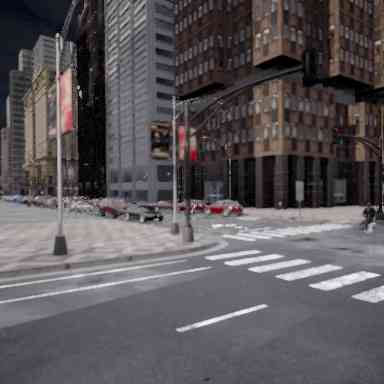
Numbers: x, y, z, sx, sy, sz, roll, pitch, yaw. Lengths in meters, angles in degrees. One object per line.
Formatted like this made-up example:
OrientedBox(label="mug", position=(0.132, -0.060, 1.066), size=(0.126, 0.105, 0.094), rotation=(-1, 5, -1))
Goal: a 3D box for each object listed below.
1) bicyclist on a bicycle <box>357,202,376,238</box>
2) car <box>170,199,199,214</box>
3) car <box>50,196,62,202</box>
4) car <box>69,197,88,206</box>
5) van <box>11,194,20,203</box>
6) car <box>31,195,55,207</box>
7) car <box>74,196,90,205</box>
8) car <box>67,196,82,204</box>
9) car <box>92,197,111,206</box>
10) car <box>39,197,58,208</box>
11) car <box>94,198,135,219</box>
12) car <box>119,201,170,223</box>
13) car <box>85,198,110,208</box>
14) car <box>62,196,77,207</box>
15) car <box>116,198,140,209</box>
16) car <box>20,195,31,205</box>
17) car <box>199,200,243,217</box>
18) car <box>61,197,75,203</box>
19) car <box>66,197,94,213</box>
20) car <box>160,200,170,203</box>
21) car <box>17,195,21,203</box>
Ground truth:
OrientedBox(label="bicyclist on a bicycle", position=(8.658, 1.391, 16.489), size=(1.843, 1.776, 0.659), rotation=(0, 0, -35))
OrientedBox(label="car", position=(-0.180, 1.505, 36.481), size=(1.967, 1.590, 4.097), rotation=(-1, 0, -36))
OrientedBox(label="car", position=(-34.952, 1.838, 85.187), size=(1.752, 1.417, 4.829), rotation=(-1, 0, -36))
OrientedBox(label="car", position=(-20.535, 1.699, 60.244), size=(1.882, 1.535, 5.008), rotation=(-1, 0, -36))
OrientedBox(label="van", position=(-41.803, 1.763, 80.106), size=(1.690, 1.788, 3.998), rotation=(-1, 0, -36))
OrientedBox(label="car", position=(-26.039, 1.616, 58.026), size=(2.192, 1.841, 5.009), rotation=(-1, 0, -36))
OrientedBox(label="car", position=(-22.246, 1.655, 67.387), size=(1.967, 1.590, 4.097), rotation=(-1, 0, -36))
OrientedBox(label="car", position=(-25.398, 1.679, 71.802), size=(1.967, 1.590, 4.097), rotation=(-1, 0, -36))
OrientedBox(label="car", position=(-16.039, 1.695, 58.696), size=(1.752, 1.417, 4.829), rotation=(-1, 0, -36))
OrientedBox(label="car", position=(-22.882, 1.861, 53.611), size=(1.802, 1.307, 4.206), rotation=(-1, 0, -36))
OrientedBox(label="car", position=(-7.121, 1.490, 31.530), size=(2.192, 1.841, 5.009), rotation=(-1, 0, -36))
OrientedBox(label="car", position=(-3.965, 1.721, 27.116), size=(1.947, 1.339, 4.313), rotation=(-1, 0, -36))
OrientedBox(label="car", position=(-14.980, 1.729, 52.518), size=(2.033, 1.411, 5.357), rotation=(-1, 0, -35))
OrientedBox(label="car", position=(-19.352, 1.739, 53.425), size=(1.837, 1.490, 4.892), rotation=(-1, 0, -36))
OrientedBox(label="car", position=(-9.635, 1.670, 49.727), size=(1.887, 1.381, 4.507), rotation=(-1, 0, -36))
OrientedBox(label="car", position=(-32.345, 1.663, 66.857), size=(2.192, 1.841, 5.009), rotation=(-1, 0, -36))
OrientedBox(label="car", position=(2.972, 1.486, 32.066), size=(1.967, 1.590, 4.097), rotation=(-1, 0, -36))
OrientedBox(label="car", position=(-28.550, 1.808, 76.218), size=(1.887, 1.381, 4.507), rotation=(-1, 0, -36))
OrientedBox(label="car", position=(-13.325, 1.740, 40.225), size=(1.752, 1.417, 4.829), rotation=(-1, 0, -36))
OrientedBox(label="car", position=(-3.330, 1.667, 40.897), size=(1.802, 1.307, 4.206), rotation=(-1, 0, -36))
OrientedBox(label="car", position=(-35.494, 1.918, 71.275), size=(1.887, 1.381, 4.507), rotation=(-1, 0, -36))
